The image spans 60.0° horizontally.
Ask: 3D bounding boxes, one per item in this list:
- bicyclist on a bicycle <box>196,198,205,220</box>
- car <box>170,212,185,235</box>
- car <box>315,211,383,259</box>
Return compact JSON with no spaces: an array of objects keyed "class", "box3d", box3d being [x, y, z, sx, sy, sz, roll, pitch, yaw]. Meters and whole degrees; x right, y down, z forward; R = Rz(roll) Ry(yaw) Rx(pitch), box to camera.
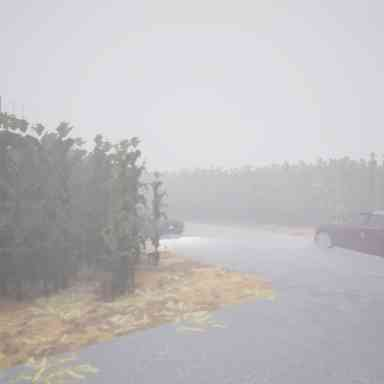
[{"class":"bicyclist on a bicycle","box3d":[0.945,1.228,24.276,1.656,1.620,0.582,-1,1,-35]},{"class":"car","box3d":[-2.144,1.489,17.399,1.994,1.385,4.181,-1,0,-35]},{"class":"car","box3d":[6.194,1.375,11.060,1.882,1.535,5.008,1,0,-16]}]
